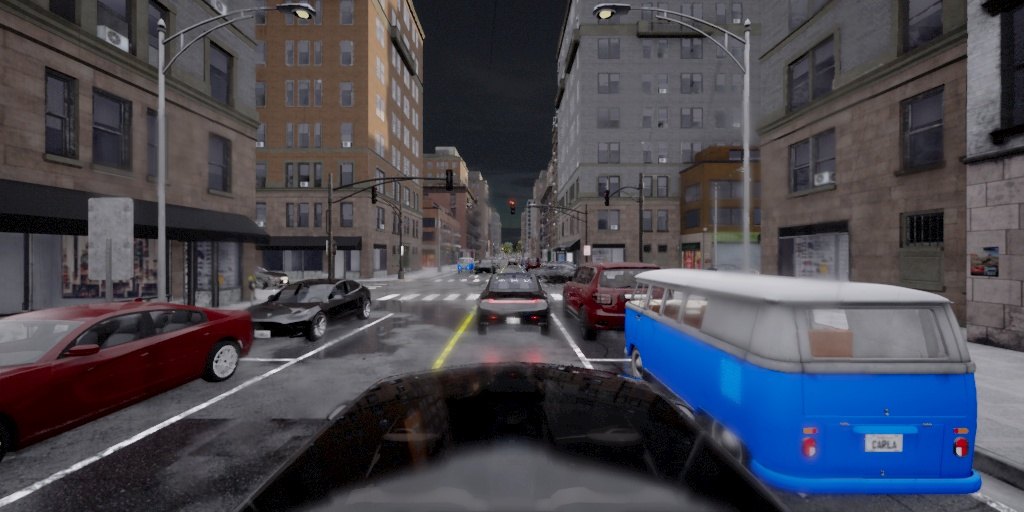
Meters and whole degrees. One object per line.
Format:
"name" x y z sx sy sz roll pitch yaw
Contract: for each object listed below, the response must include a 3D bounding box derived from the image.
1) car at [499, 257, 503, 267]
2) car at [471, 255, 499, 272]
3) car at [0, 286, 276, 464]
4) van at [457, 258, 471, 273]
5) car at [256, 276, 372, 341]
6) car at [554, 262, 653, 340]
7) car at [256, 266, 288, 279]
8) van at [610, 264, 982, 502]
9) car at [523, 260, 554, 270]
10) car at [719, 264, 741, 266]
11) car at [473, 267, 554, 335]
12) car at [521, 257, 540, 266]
"car" -2.780 1.246 55.950 1.837 1.490 4.892 0 0 0
"car" -2.810 1.096 38.414 2.097 1.767 4.553 0 0 0
"car" -5.380 1.295 4.405 1.888 1.381 4.507 0 0 0
"van" -5.363 1.083 41.879 1.690 1.789 3.998 0 0 0
"car" -5.375 1.315 9.915 1.948 1.339 4.313 0 0 0
"car" 2.650 1.064 9.908 2.192 1.841 5.009 0 0 0
"car" -16.221 1.303 21.797 4.902 1.511 2.128 0 0 0
"van" 2.645 1.091 4.396 1.690 1.789 3.998 0 0 0
"car" 3.557 1.217 22.846 4.902 1.511 2.128 0 1 29
"car" 14.682 1.240 24.768 4.181 1.385 1.994 0 0 0
"car" 0.059 1.241 10.450 2.128 1.511 4.902 0 0 0
"car" 2.755 1.056 47.279 2.192 1.841 5.009 0 0 0
